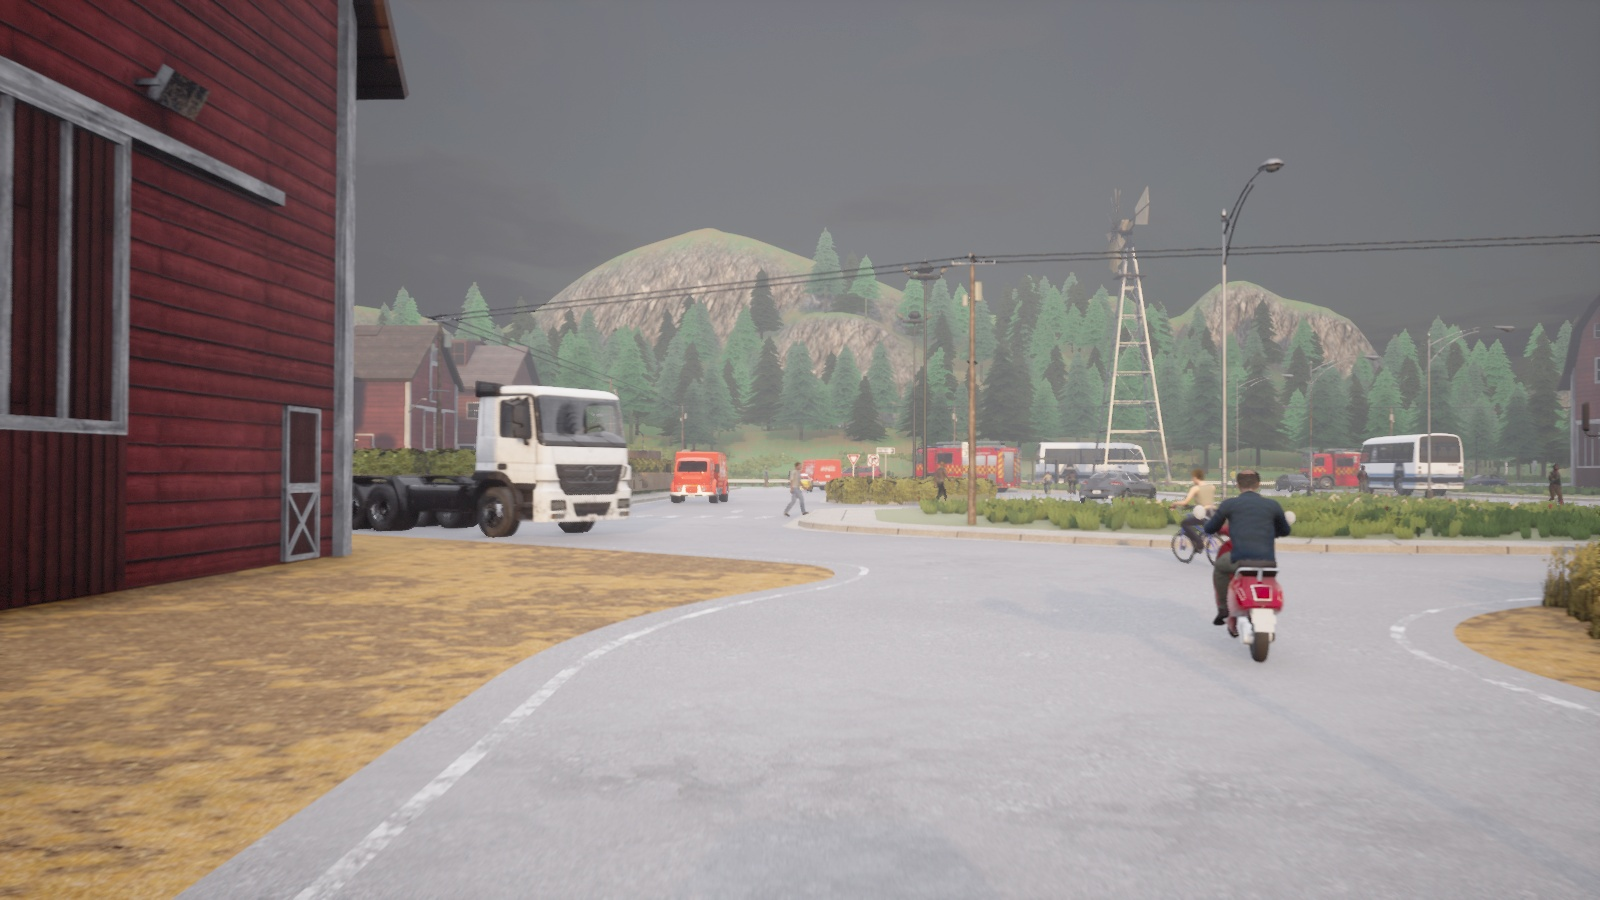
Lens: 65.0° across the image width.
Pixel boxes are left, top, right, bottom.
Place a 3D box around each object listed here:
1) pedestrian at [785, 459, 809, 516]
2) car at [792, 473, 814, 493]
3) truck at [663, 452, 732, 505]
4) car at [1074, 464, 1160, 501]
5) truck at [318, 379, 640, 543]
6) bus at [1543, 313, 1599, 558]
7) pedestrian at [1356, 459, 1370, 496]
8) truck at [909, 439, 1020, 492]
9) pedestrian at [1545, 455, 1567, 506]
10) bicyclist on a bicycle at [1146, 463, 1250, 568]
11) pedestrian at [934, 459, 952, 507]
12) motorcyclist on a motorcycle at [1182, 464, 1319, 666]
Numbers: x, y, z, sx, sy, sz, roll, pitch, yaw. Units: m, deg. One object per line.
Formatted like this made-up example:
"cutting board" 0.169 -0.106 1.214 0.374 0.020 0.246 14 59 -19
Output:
"pedestrian" -0.091 1.231 41.045 0.706 1.836 0.354 0 -1 15
"car" 0.208 2.412 92.171 1.481 1.376 2.207 0 -1 3
"truck" -4.907 1.368 60.959 2.627 2.467 5.204 0 -1 3
"car" 14.843 1.514 58.570 2.152 1.651 5.027 -1 -1 36
"truck" -7.786 0.289 29.917 7.936 3.462 2.891 -1 -1 34
"bus" 19.059 -0.280 21.403 10.273 4.253 3.944 0 -1 4
"pedestrian" 29.610 1.458 66.084 0.402 1.930 0.666 0 -1 -1
"truck" 12.424 1.198 95.497 2.891 3.827 8.468 0 -1 -43
"pedestrian" 29.133 1.164 48.388 0.395 1.930 0.692 0 -1 -4
"bicyclist on a bicycle" 6.593 1.060 20.886 0.866 1.612 1.509 -4 0 -16
"pedestrian" 5.460 1.251 47.941 0.634 1.846 0.331 0 -1 -29
"motorcyclist on a motorcycle" 3.926 0.936 11.089 0.866 1.590 1.817 0 1 11
